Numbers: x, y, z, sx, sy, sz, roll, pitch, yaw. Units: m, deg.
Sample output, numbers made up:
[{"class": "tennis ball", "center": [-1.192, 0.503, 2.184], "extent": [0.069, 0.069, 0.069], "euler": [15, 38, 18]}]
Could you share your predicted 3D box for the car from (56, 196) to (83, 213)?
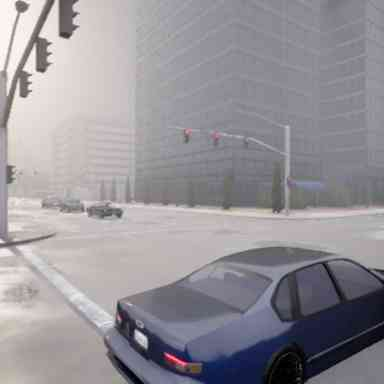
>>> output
[{"class": "car", "center": [-13.527, 1.516, 37.642], "extent": [1.837, 1.490, 4.892], "euler": [0, 0, -35]}]

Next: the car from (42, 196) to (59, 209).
[{"class": "car", "center": [-19.495, 1.508, 46.109], "extent": [2.128, 1.511, 4.902], "euler": [0, 0, -35]}]

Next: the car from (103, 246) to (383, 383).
[{"class": "car", "center": [1.515, 1.547, 4.878], "extent": [5.357, 1.411, 2.033], "euler": [0, 0, -36]}]

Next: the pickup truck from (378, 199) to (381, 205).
[{"class": "pickup truck", "center": [31.882, 1.035, 51.759], "extent": [6.274, 2.098, 2.390], "euler": [0, 0, -5]}]

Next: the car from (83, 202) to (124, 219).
[{"class": "car", "center": [-7.765, 1.608, 29.487], "extent": [1.895, 1.301, 4.718], "euler": [0, 0, -35]}]

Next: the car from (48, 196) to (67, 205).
[{"class": "car", "center": [-23.707, 1.511, 58.444], "extent": [2.128, 1.511, 4.902], "euler": [0, 0, -35]}]
